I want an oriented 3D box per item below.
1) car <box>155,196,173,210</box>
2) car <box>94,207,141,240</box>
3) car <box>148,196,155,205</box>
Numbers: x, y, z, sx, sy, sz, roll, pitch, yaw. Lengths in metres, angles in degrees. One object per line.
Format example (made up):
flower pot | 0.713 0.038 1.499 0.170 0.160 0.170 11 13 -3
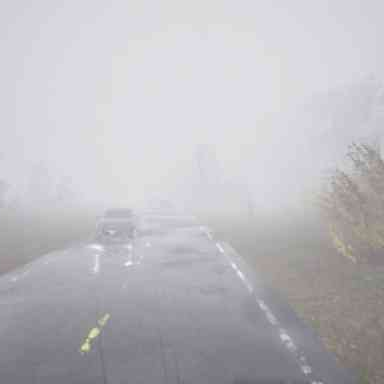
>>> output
car | -3.749 1.625 45.745 1.837 1.490 4.892 0 0 -9
car | -3.727 1.556 17.278 1.837 1.490 4.892 0 0 -4
car | -7.165 1.516 63.175 2.097 1.767 4.553 0 0 -13
